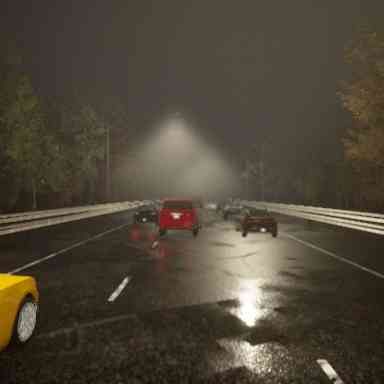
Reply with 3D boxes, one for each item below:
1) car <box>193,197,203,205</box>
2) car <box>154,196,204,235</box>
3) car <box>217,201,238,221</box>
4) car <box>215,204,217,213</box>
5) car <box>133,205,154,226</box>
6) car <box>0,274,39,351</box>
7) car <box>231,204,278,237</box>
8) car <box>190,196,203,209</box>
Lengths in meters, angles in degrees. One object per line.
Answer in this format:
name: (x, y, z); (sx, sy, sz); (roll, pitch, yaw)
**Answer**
car: (1.316, 2.023, 74.013); (2.097, 1.767, 4.553); (0, 0, 2)
car: (-0.567, 1.412, 20.171); (2.150, 2.045, 5.566); (0, 0, 5)
car: (3.725, 1.772, 30.088); (2.128, 1.511, 4.902); (0, -1, 1)
car: (3.913, 1.857, 41.041); (1.882, 1.535, 5.008); (0, -1, 1)
car: (-3.233, 1.726, 25.271); (2.128, 1.511, 4.902); (0, -1, 1)
car: (-3.390, 1.510, 3.363); (1.882, 1.535, 5.008); (0, 0, 0)
car: (3.594, 1.684, 19.134); (1.837, 1.490, 4.892); (0, -1, 1)
car: (0.901, 1.758, 58.520); (2.150, 2.045, 5.566); (0, 0, 2)
